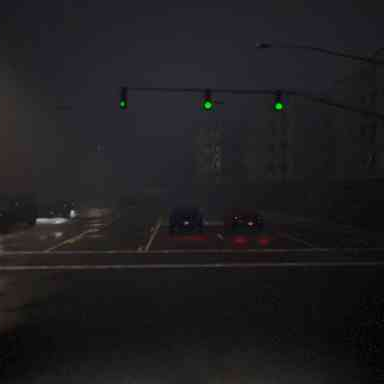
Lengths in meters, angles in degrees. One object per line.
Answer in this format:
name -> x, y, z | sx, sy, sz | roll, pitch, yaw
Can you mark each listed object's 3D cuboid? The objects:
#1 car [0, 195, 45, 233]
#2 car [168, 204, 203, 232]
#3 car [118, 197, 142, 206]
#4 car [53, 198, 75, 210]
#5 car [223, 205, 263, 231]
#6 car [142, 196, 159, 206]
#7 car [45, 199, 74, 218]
car -> -11.110, 1.188, 19.762 | 2.150, 2.045, 5.566 | 0, 0, -3
car -> -0.403, 1.475, 19.973 | 1.882, 1.535, 5.008 | 0, 0, -3
car -> -10.058, 1.433, 52.245 | 1.812, 1.442, 4.674 | 0, 0, -35
car -> -16.053, 1.511, 41.639 | 1.895, 1.301, 4.718 | 0, 0, -29
car -> 3.081, 1.532, 20.417 | 1.812, 1.442, 4.674 | 0, 0, -3
car -> -7.045, 1.418, 54.028 | 1.837, 1.490, 4.892 | 0, 0, -35
car -> -12.051, 1.509, 29.650 | 1.994, 1.385, 4.181 | 0, 0, -10
